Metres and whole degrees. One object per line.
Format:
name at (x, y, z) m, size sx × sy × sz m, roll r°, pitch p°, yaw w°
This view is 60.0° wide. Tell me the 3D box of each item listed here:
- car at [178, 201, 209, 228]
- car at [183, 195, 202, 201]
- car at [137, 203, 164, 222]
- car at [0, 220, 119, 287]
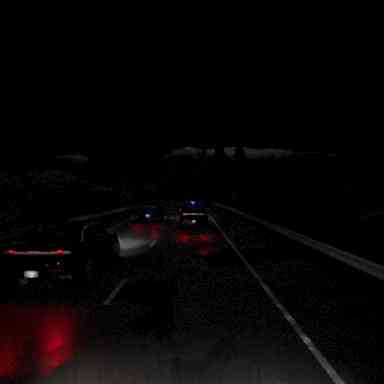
car at (0.111, 1.592, 22.827) m, size 2.128 × 1.511 × 4.902 m, roll 0°, pitch 0°, yaw 0°
car at (0.055, 1.399, 40.940) m, size 2.150 × 2.045 × 5.566 m, roll 0°, pitch 0°, yaw -1°
car at (-3.387, 1.646, 27.759) m, size 1.812 × 1.442 × 4.674 m, roll 0°, pitch 0°, yaw 0°
car at (-3.395, 1.533, 9.453) m, size 2.128 × 1.511 × 4.902 m, roll 0°, pitch 0°, yaw 0°
